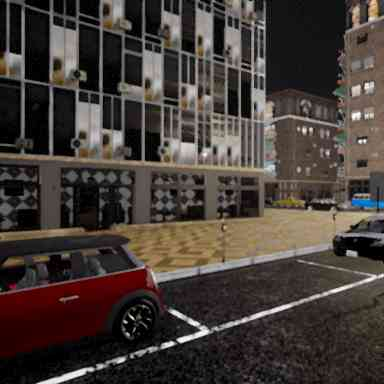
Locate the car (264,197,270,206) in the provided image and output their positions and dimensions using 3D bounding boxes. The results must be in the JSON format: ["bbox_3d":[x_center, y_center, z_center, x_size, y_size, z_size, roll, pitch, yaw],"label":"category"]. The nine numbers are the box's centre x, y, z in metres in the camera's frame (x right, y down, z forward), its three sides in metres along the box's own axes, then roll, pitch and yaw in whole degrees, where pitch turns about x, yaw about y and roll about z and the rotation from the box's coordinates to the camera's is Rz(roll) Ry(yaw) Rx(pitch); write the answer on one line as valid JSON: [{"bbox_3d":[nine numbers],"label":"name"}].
[{"bbox_3d":[10.872,1.472,51.914,1.947,1.339,4.313,0,0,-35],"label":"car"}]

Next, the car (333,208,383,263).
[{"bbox_3d":[6.558,1.449,11.197,4.313,1.339,1.947,-1,1,-35],"label":"car"}]

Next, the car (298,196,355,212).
[{"bbox_3d":[13.444,1.315,33.457,2.008,1.369,4.403,0,0,-35],"label":"car"}]

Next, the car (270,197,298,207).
[{"bbox_3d":[13.930,1.396,47.490,1.752,1.417,4.829,0,0,-35],"label":"car"}]

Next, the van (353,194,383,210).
[{"bbox_3d":[20.339,1.135,38.221,1.690,1.788,3.998,0,0,-35],"label":"van"}]

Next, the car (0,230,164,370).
[{"bbox_3d":[-2.532,1.434,4.740,4.097,1.590,1.967,-1,1,-35],"label":"car"}]
